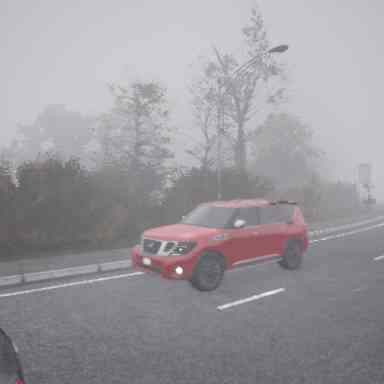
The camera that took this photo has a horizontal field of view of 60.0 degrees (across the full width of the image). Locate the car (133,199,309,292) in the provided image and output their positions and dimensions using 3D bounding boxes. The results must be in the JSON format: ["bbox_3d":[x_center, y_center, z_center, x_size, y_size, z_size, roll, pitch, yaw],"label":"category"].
[{"bbox_3d":[1.094,1.251,9.434,5.566,2.045,2.150,0,0,-39],"label":"car"}]

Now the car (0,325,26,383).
[{"bbox_3d":[-3.222,1.577,1.846,4.181,1.385,1.994,0,0,-35],"label":"car"}]
